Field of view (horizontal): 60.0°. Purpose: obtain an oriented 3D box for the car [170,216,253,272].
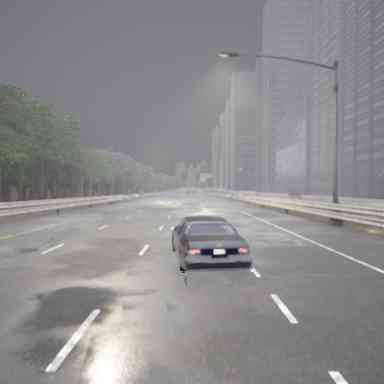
[{"bbox_3d":[0.381,1.472,10.526,2.033,1.411,5.357,0,0,-6],"label":"car"}]
